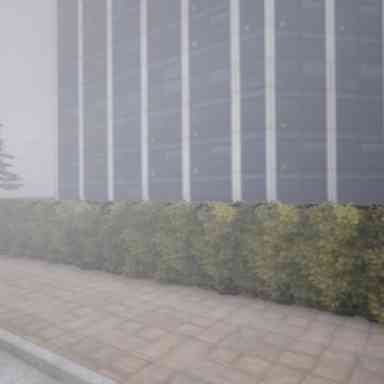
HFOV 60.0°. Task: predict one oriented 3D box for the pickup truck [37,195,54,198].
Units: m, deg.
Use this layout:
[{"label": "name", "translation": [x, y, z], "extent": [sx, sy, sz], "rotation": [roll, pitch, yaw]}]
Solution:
[{"label": "pickup truck", "translation": [-28.740, 1.723, 66.905], "extent": [6.274, 2.098, 2.390], "rotation": [0, 0, -24]}]
